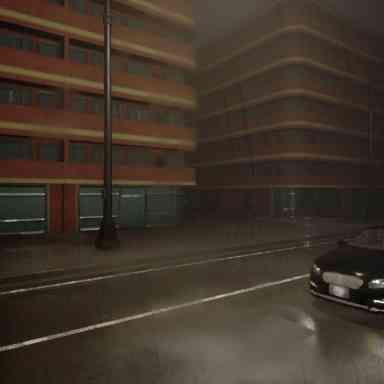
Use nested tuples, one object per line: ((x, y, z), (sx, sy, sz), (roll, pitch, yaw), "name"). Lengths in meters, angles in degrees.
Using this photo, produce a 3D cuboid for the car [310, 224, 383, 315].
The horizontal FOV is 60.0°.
((4.581, 1.492, 7.311), (4.902, 1.511, 2.128), (0, 0, -36), "car")
